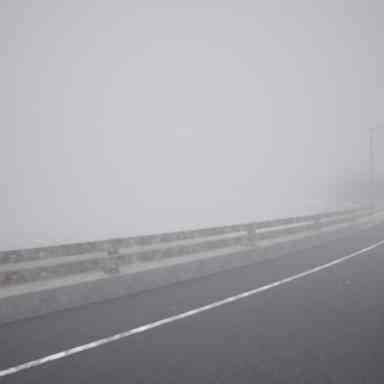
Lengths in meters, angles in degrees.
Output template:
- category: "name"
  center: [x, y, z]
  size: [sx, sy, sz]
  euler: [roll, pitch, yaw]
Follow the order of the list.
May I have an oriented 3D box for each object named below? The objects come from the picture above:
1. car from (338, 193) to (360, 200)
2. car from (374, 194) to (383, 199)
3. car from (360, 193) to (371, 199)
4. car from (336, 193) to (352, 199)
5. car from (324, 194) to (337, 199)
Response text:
- category: "car"
  center: [35.755, 1.185, 76.061]
  size: [1.837, 1.490, 4.892]
  euler: [-1, 0, 1]
- category: "car"
  center: [42.755, 1.093, 75.976]
  size: [2.128, 1.511, 4.902]
  euler: [-1, 0, 1]
- category: "car"
  center: [39.296, 1.229, 76.828]
  size: [1.895, 1.301, 4.718]
  euler: [-1, 0, 1]
- category: "car"
  center: [39.340, 1.056, 86.032]
  size: [1.994, 1.385, 4.181]
  euler: [-1, 0, -5]
- category: "car"
  center: [35.841, 1.158, 85.946]
  size: [1.895, 1.301, 4.718]
  euler: [-1, 0, -5]
